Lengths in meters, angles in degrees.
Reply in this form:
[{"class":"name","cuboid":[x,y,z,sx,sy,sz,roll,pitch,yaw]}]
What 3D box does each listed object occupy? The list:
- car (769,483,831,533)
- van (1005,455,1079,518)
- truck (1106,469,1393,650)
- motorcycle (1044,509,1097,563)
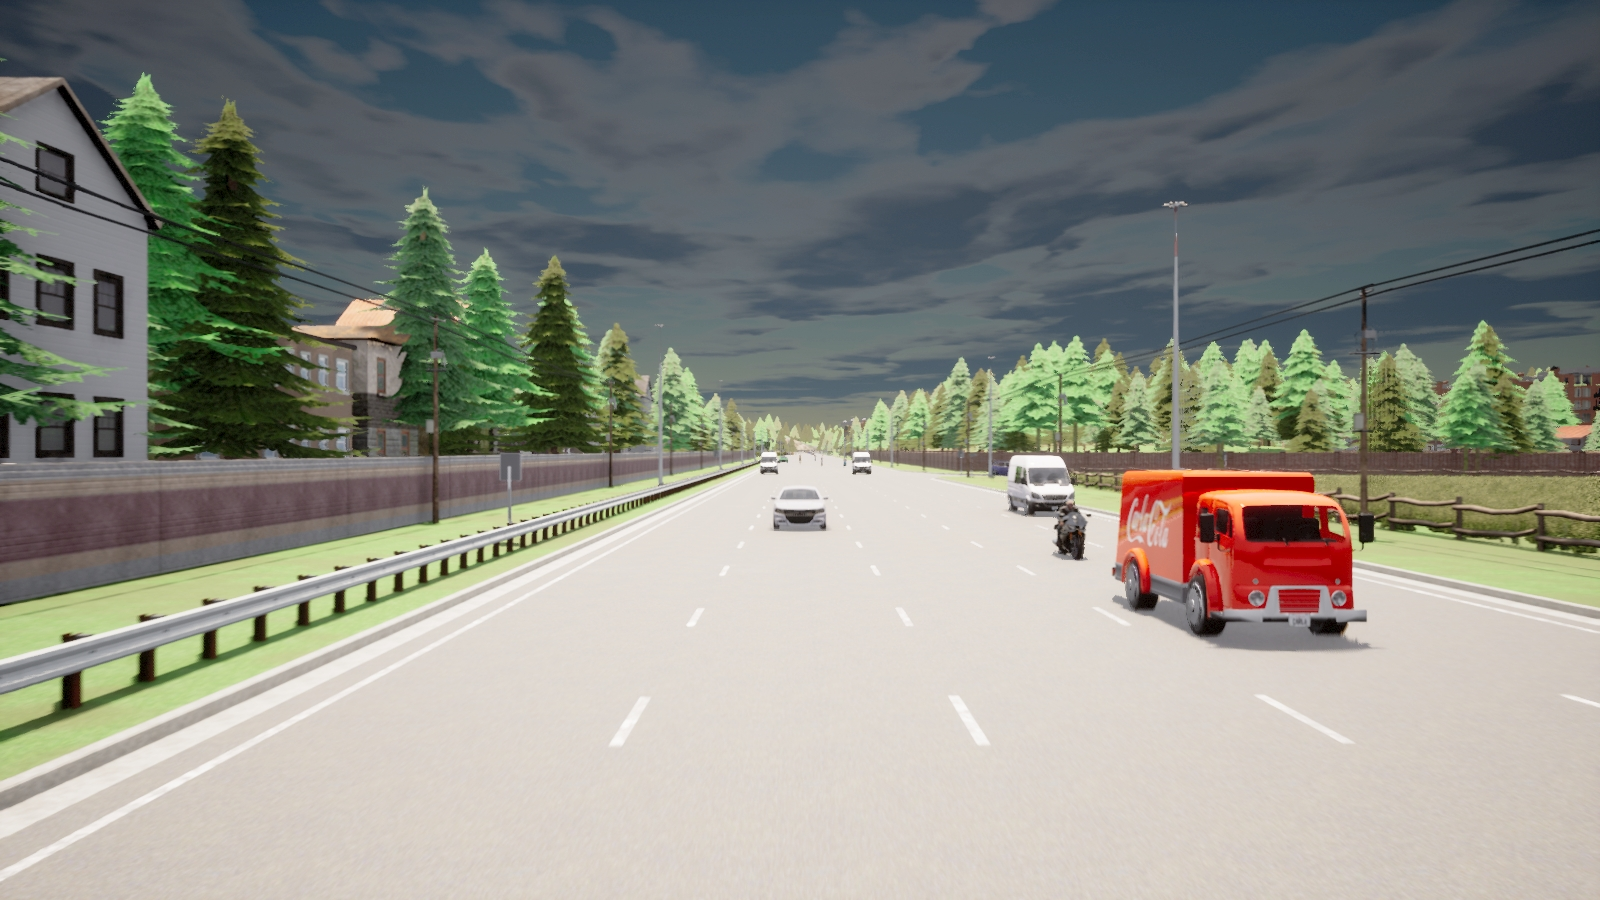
[{"class":"car","cuboid":[-0.013,2.034,41.270,2.097,1.535,5.006,0,0,0]},{"class":"van","cuboid":[10.499,1.534,49.944,1.988,2.561,5.915,0,0,0]},{"class":"truck","cuboid":[7.000,1.570,18.617,2.627,2.467,5.204,0,0,0]},{"class":"motorcycle","cuboid":[7.001,2.205,29.665,0.867,1.251,2.209,0,0,0]}]
